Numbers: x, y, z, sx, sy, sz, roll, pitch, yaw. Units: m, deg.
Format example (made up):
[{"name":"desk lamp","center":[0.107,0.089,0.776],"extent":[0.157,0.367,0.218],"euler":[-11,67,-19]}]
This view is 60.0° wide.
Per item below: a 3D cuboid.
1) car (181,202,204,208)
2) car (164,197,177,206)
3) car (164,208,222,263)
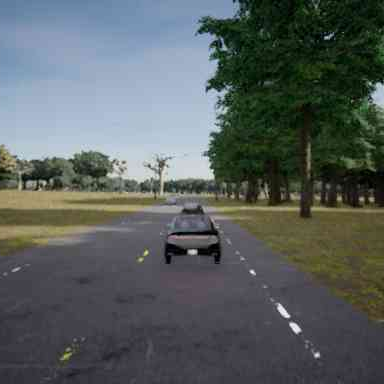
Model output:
[{"name":"car","center":[0.040,1.633,28.509],"extent":[1.882,1.535,5.008],"euler":[0,0,0]},{"name":"car","center":[-3.588,1.616,56.643],"extent":[1.812,1.442,4.674],"euler":[0,1,0]},{"name":"car","center":[0.039,1.583,12.293],"extent":[2.128,1.511,4.902],"euler":[0,0,1]}]
